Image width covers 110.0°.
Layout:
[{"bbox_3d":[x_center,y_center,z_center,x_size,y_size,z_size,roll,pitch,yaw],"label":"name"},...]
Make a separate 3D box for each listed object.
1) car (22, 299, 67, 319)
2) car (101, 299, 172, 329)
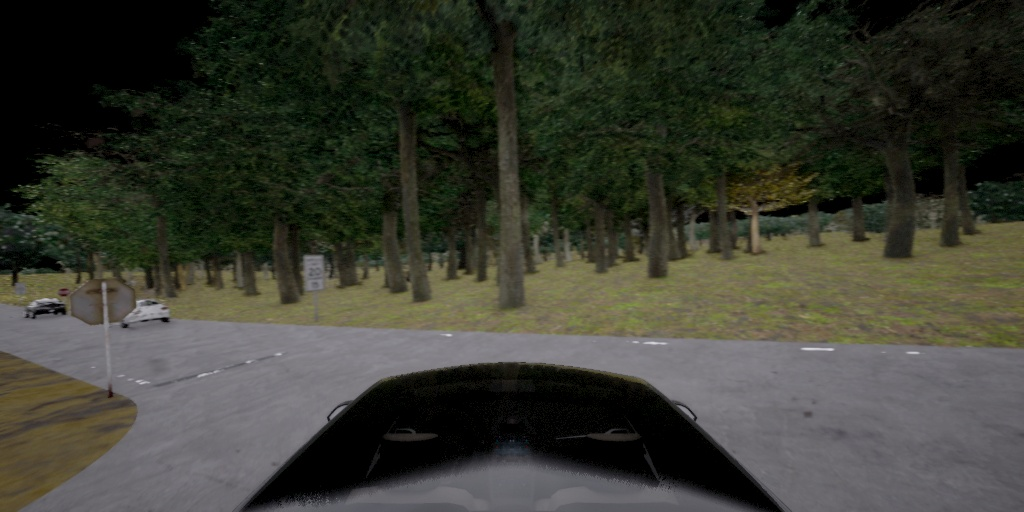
[{"bbox_3d":[-40.649,4.519,31.204,4.892,1.490,1.837,-4,0,30],"label":"car"},{"bbox_3d":[-21.090,3.151,20.146,4.674,1.442,1.812,-4,0,29],"label":"car"}]
